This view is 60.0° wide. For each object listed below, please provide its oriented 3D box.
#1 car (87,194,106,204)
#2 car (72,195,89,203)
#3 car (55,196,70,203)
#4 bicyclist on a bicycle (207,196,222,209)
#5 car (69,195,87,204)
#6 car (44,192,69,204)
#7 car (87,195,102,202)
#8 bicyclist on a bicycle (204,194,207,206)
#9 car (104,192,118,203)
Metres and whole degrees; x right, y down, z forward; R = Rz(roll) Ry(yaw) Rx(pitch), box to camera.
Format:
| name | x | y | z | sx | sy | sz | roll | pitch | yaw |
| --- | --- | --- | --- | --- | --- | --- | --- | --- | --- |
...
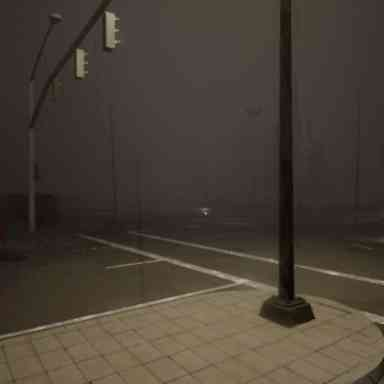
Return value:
| name | x | y | z | sx | sy | sz | roll | pitch | yaw |
| --- | --- | --- | --- | --- | --- | --- | --- | --- | --- |
| car | -18.470 | 1.452 | 62.879 | 1.994 | 1.385 | 4.181 | 0 | 0 | -35 |
| car | -23.565 | 1.413 | 70.159 | 2.128 | 1.511 | 4.902 | 0 | 0 | -35 |
| car | -26.693 | 1.501 | 68.530 | 1.895 | 1.301 | 4.718 | 0 | 0 | -35 |
| bicyclist on a bicycle | 3.053 | 1.315 | 41.339 | 1.656 | 1.620 | 0.582 | -1 | 0 | -23 |
| car | -21.612 | 1.258 | 61.307 | 2.097 | 1.767 | 4.553 | 0 | 0 | -35 |
| car | -23.863 | 1.147 | 58.256 | 2.150 | 2.045 | 5.566 | 0 | 0 | -35 |
| car | -21.625 | 1.393 | 73.511 | 1.812 | 1.442 | 4.674 | 0 | 0 | -35 |
| bicyclist on a bicycle | 2.057 | 1.152 | 46.247 | 0.582 | 1.620 | 1.656 | 0 | 1 | 21 |
| car | -16.519 | 1.091 | 66.118 | 2.150 | 2.045 | 5.566 | 0 | 0 | -35 |
